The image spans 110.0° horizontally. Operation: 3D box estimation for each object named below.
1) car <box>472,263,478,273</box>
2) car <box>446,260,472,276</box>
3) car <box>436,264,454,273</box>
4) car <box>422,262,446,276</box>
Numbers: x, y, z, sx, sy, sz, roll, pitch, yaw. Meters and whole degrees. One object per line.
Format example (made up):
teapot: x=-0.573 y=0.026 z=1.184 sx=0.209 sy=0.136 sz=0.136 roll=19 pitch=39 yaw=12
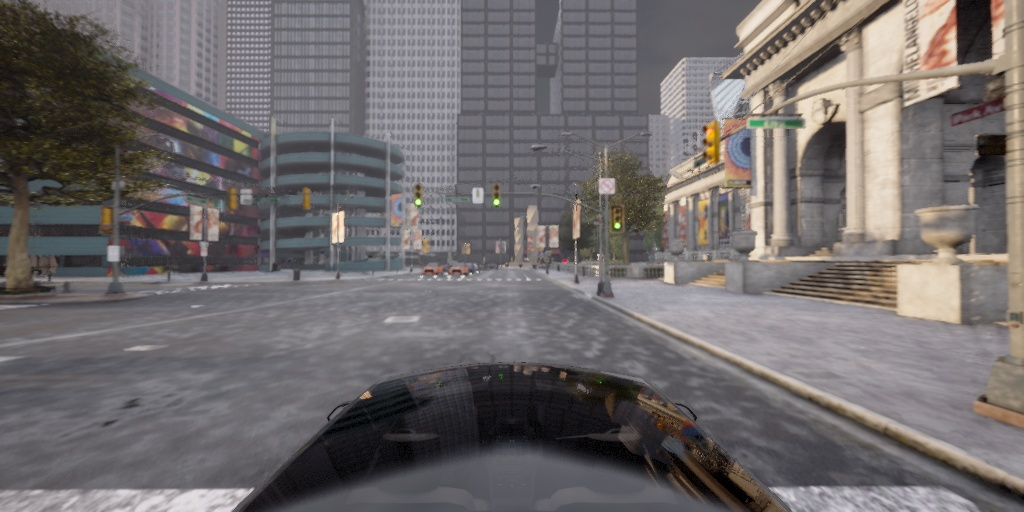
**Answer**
car: x=-7.051 y=1.776 z=56.967 sx=2.097 sy=1.767 sz=4.553 roll=0 pitch=-1 yaw=0
car: x=-7.074 y=1.667 z=48.043 sx=2.097 sy=1.767 sz=4.553 roll=0 pitch=-1 yaw=0
car: x=-10.551 y=1.985 z=56.671 sx=1.994 sy=1.385 sz=4.181 roll=0 pitch=-1 yaw=0
car: x=-10.574 y=1.668 z=48.070 sx=2.097 sy=1.767 sz=4.553 roll=0 pitch=-1 yaw=0
